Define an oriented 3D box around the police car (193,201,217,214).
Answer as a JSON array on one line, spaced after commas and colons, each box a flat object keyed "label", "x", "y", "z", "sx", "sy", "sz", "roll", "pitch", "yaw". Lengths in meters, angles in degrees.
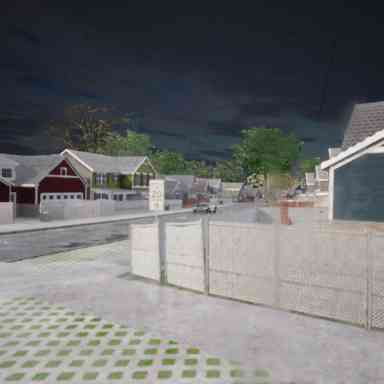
[{"label": "police car", "x": 1.632, "y": 1.895, "z": 41.624, "sx": 2.038, "sy": 1.542, "sz": 4.974, "roll": 1, "pitch": 0, "yaw": 19}]
